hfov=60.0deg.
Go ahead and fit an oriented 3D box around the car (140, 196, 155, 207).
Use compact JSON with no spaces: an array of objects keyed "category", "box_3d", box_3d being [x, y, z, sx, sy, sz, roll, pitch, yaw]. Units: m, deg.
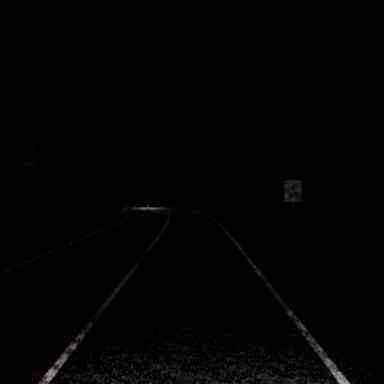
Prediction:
[{"category":"car","box_3d":[-6.022,1.274,44.743,2.033,1.411,5.357,1,0,-11]}]
